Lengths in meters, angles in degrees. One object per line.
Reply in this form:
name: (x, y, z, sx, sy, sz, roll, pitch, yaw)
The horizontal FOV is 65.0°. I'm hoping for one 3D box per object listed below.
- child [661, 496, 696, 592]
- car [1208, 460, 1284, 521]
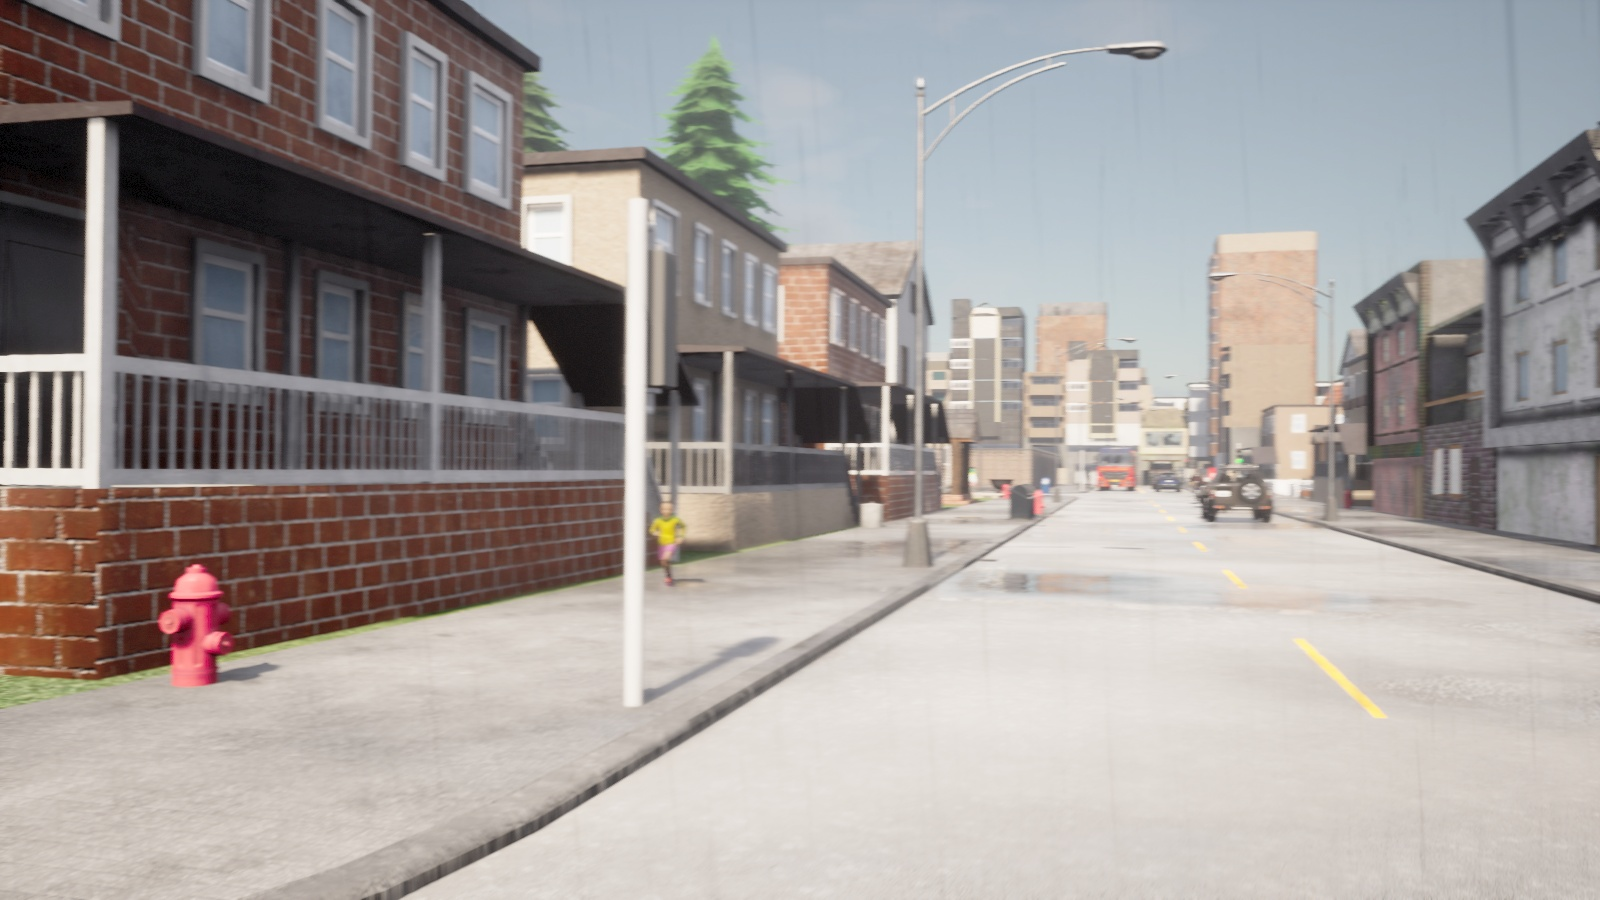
child: (-1.498, 1.147, 15.460, 0.299, 1.160, 0.473, 0, -1, 12)
car: (14.415, 1.263, 40.783, 1.932, 1.855, 4.605, 0, -1, 15)
